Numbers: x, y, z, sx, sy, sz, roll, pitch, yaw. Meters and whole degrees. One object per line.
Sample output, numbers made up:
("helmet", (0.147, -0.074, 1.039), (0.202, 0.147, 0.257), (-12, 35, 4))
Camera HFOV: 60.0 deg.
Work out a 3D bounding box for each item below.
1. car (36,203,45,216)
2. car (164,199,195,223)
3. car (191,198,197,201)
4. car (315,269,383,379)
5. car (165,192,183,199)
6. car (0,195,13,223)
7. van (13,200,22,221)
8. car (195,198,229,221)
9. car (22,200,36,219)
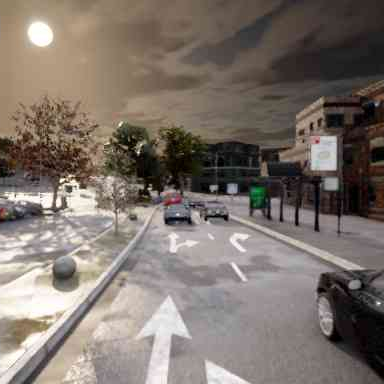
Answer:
("car", (-15.345, 1.422, 28.691), (4.892, 1.521, 2.231), (0, 0, -5))
("car", (-1.111, 1.511, 24.849), (1.994, 1.385, 4.181), (0, 0, -4))
("car", (0.569, 1.434, 42.673), (1.895, 1.301, 4.718), (0, 1, -2))
("car", (2.967, 1.476, 3.490), (2.097, 1.535, 5.008), (0, 0, -1))
("car", (-2.295, 1.065, 42.171), (2.150, 2.045, 5.566), (0, 1, -2))
("car", (-14.640, 1.217, 20.463), (5.566, 2.045, 2.435), (0, 0, -5))
("van", (-14.745, 1.227, 23.210), (4.442, 1.987, 1.878), (0, 0, -5))
("car", (1.659, 1.479, 26.436), (2.033, 1.411, 5.357), (0, 0, -4))
("car", (-15.138, 1.312, 25.943), (4.553, 1.767, 2.185), (0, 0, -5))
